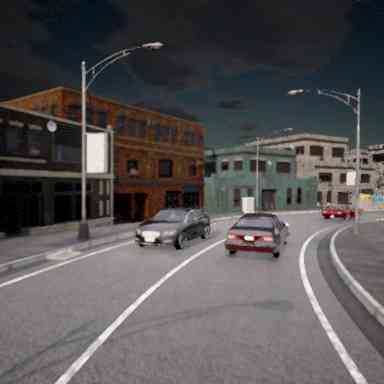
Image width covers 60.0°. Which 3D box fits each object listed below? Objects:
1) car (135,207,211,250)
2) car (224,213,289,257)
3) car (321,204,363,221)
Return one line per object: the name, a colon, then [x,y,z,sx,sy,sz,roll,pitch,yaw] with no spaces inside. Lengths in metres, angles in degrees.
car: [-0.643,1.443,14.269,2.128,1.511,4.902,1,0,21]
car: [2.713,1.550,13.149,2.033,1.411,5.357,1,0,20]
car: [13.015,1.719,28.582,4.718,1.301,1.895,1,1,-44]
